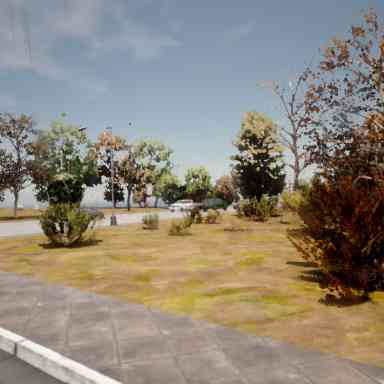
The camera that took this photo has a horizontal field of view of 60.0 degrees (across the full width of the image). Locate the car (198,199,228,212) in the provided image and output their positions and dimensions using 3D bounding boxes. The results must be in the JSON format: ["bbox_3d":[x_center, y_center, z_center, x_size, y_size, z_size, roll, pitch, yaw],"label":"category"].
[{"bbox_3d":[3.717,2.099,53.502,2.150,2.045,5.566,-3,-2,32],"label":"car"}]

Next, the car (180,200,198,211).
[{"bbox_3d":[0.647,2.536,55.381,2.128,1.511,4.902,-3,-2,32],"label":"car"}]

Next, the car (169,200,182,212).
[{"bbox_3d":[-1.698,2.429,58.225,2.150,2.045,5.566,-3,-2,32],"label":"car"}]

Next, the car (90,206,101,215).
[{"bbox_3d":[-11.620,2.469,35.903,1.994,1.385,4.181,-3,-2,32],"label":"car"}]

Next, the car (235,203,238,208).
[{"bbox_3d":[9.368,2.575,62.406,1.895,1.301,4.718,-3,-2,33],"label":"car"}]

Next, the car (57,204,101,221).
[{"bbox_3d":[-13.381,2.427,39.680,2.097,1.767,4.553,-3,-2,32],"label":"car"}]
